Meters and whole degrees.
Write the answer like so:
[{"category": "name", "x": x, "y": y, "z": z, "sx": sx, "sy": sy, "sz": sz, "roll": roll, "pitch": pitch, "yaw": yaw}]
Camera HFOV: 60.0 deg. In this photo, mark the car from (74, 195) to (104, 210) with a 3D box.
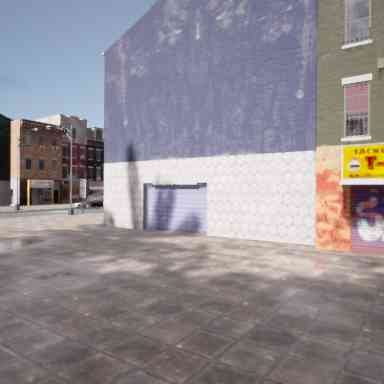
[{"category": "car", "x": -10.715, "y": 1.140, "z": 36.833, "sx": 2.128, "sy": 1.511, "sz": 4.902, "roll": 1, "pitch": 2, "yaw": 36}]
